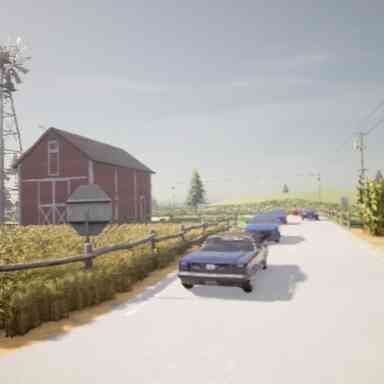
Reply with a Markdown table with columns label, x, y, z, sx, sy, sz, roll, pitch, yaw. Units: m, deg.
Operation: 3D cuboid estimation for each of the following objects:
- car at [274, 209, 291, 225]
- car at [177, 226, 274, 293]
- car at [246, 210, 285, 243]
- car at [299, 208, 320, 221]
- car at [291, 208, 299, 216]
| label | x | y | z | sx | sy | sz | roll | pitch | yaw |
| --- | --- | --- | --- | --- | --- | --- | --- | --- | --- |
| car | 8.806 | 2.507 | 34.053 | 1.882 | 1.535 | 5.008 | -2 | -2 | 18 |
| car | 1.191 | 1.958 | 10.162 | 1.895 | 1.301 | 4.718 | -2 | -2 | 20 |
| car | 4.393 | 2.114 | 20.119 | 1.882 | 1.535 | 5.008 | -2 | -2 | 17 |
| car | 14.041 | 2.617 | 39.592 | 1.812 | 1.442 | 4.674 | -2 | -2 | 18 |
| car | 16.388 | 3.002 | 49.720 | 1.895 | 1.301 | 4.718 | -1 | -2 | -6 |
